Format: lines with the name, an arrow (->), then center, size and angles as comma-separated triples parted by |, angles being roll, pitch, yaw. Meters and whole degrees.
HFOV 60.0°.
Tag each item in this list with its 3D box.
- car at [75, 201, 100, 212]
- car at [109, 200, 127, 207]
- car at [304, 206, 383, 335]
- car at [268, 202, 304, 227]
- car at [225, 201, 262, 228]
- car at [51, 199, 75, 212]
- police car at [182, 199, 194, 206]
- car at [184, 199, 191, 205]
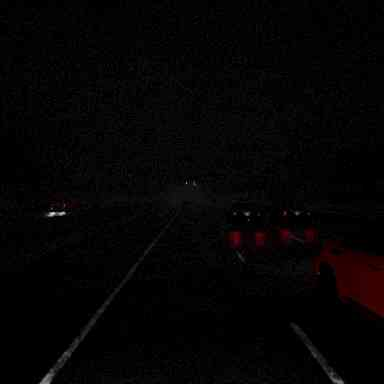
car -> -14.087, 1.991, 45.856 | 1.994, 1.385, 4.181 | 0, -1, 0
car -> -10.585, 1.947, 47.765 | 2.128, 1.511, 4.902 | 0, -1, 0
car -> 3.600, 1.251, 4.562 | 2.150, 2.045, 5.566 | 0, 0, 0
car -> 7.097, 1.524, 24.573 | 2.097, 1.767, 4.553 | 0, -1, 0
car -> 3.597, 1.517, 23.797 | 2.097, 1.767, 4.553 | 0, -1, 0
car -> -17.585, 1.775, 45.701 | 2.097, 1.767, 4.553 | 0, -1, 0
police car -> -1.060, 2.238, 71.593 | 1.930, 1.638, 5.238 | 0, -1, 0
car -> -1.061, 2.518, 81.488 | 1.812, 1.442, 4.674 | 0, -1, 0
